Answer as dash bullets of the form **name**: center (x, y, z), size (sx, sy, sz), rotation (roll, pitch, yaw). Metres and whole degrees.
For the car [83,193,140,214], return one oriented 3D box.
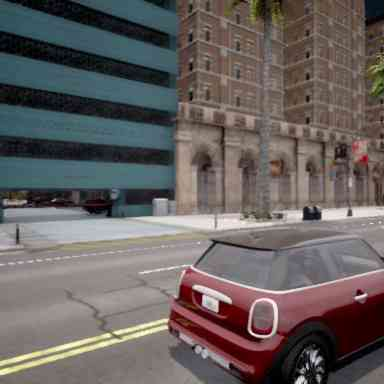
- **car**: center (-7.889, 1.094, 33.107), size (5.566, 2.045, 2.435), rotation (0, 0, -36)

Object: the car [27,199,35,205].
- **car**: center (-25.800, 1.535, 57.299), size (4.786, 1.482, 2.161), rotation (0, 0, -36)

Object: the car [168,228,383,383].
- **car**: center (1.956, 1.360, 5.231), size (4.553, 1.767, 2.097), rotation (0, 0, -35)

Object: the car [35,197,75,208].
- **car**: center (-19.365, 1.563, 47.638), size (4.718, 1.301, 1.895), rotation (0, 0, -36)
